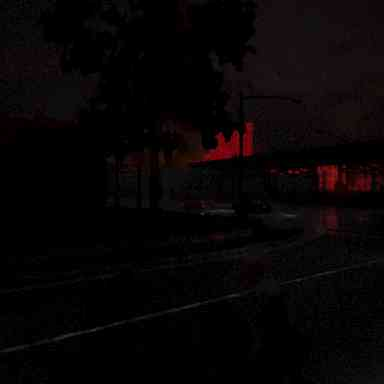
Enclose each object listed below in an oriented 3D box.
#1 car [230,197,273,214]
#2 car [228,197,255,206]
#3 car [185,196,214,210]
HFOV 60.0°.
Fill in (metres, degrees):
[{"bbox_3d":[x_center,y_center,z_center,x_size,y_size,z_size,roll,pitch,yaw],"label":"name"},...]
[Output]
[{"bbox_3d":[6.410,1.485,35.372,1.882,1.535,5.008,0,0,-34],"label":"car"},{"bbox_3d":[8.526,1.538,57.634,1.812,1.442,4.674,0,0,-34],"label":"car"},{"bbox_3d":[0.942,1.360,43.568,2.097,1.767,4.553,0,0,-33],"label":"car"}]
